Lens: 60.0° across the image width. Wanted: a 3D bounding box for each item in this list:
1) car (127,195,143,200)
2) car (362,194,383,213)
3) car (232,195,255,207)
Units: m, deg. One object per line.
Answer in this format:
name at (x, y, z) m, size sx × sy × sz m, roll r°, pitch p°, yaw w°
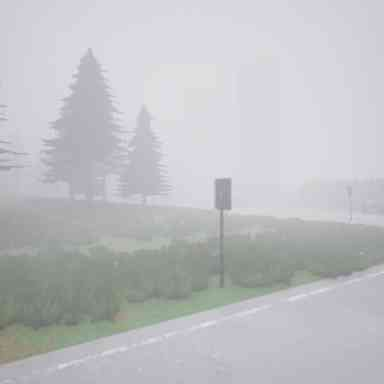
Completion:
car at (-12.498, 1.363, 73.071) m, size 4.181 × 1.381 × 1.994 m, roll 0°, pitch 0°, yaw -36°
car at (18.391, 1.167, 33.835) m, size 1.905 × 1.878 × 3.866 m, roll 0°, pitch 0°, yaw 24°
car at (6.810, 1.296, 46.293) m, size 3.988 × 1.617 × 1.851 m, roll 0°, pitch 0°, yaw -36°
